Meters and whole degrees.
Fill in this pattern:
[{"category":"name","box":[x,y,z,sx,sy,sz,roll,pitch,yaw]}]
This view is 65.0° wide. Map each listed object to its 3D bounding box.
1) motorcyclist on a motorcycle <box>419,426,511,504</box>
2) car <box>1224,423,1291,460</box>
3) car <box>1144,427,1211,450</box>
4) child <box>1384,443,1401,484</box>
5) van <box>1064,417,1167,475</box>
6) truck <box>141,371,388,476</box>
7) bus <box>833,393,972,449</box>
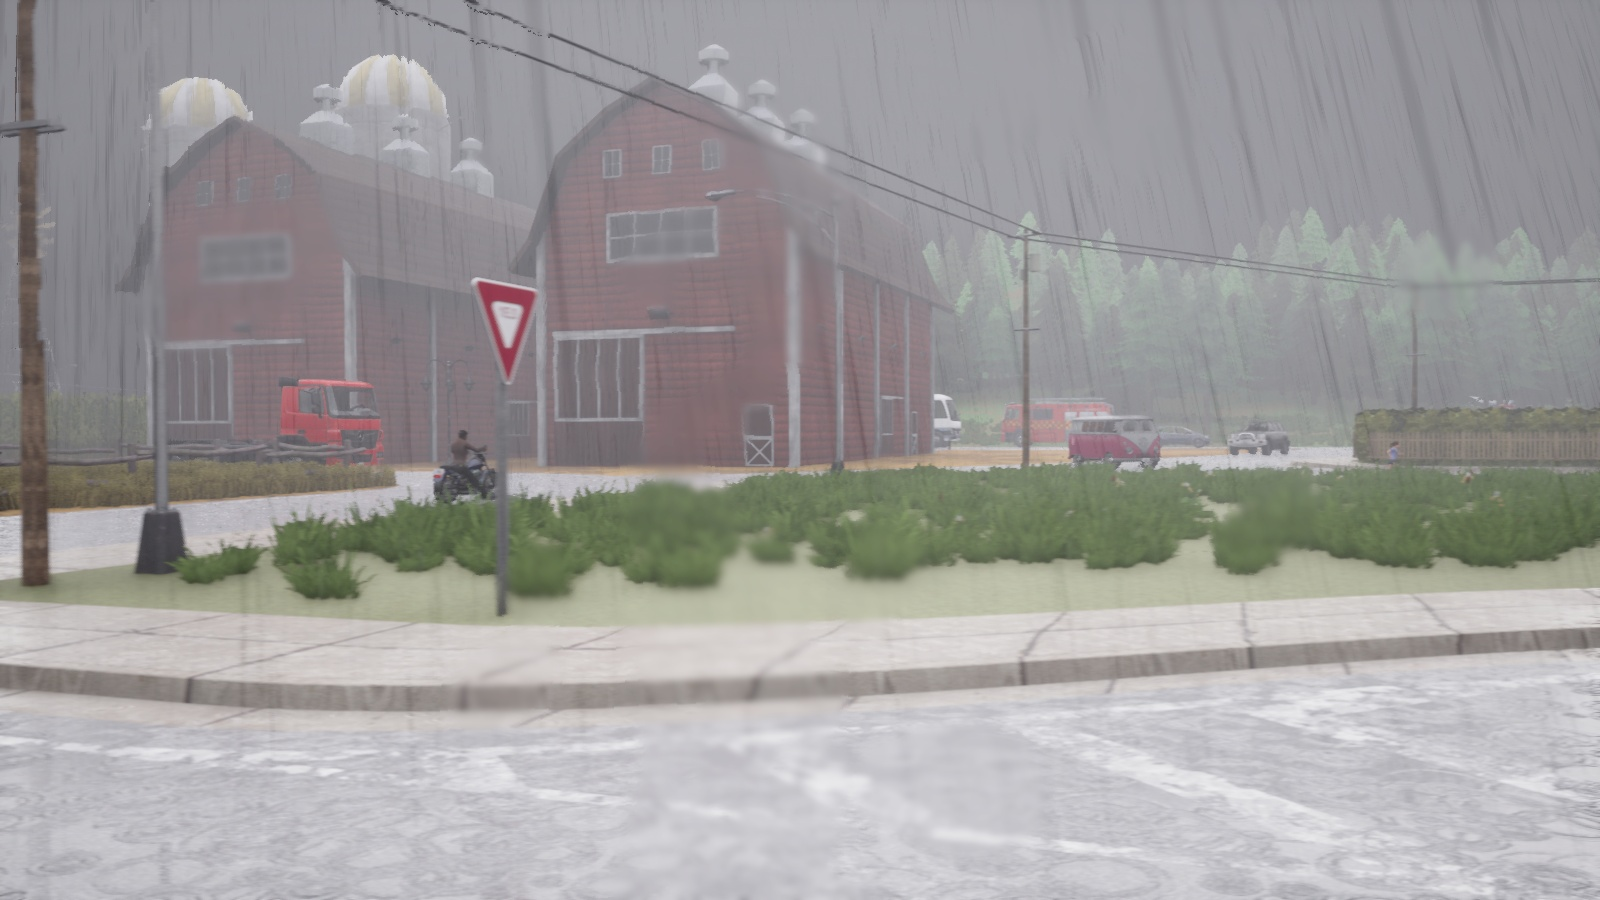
[{"category":"motorcyclist on a motorcycle","box":[-7.391,0.303,27.870,0.766,1.649,2.350,1,1,20]},{"category":"car","box":[23.676,-0.465,64.858,1.932,1.855,4.605,1,1,38]},{"category":"car","box":[27.692,-0.838,92.025,4.611,1.667,2.242,1,1,20]},{"category":"child","box":[16.161,0.374,34.268,0.394,1.110,0.255,1,1,19]},{"category":"van","box":[11.429,-0.195,45.795,1.775,1.987,4.442,-1,1,-14]},{"category":"truck","box":[-18.827,-0.934,44.207,7.936,3.462,2.891,0,1,16]},{"category":"bus","box":[8.077,-2.245,99.032,10.273,4.253,3.944,1,1,20]}]
